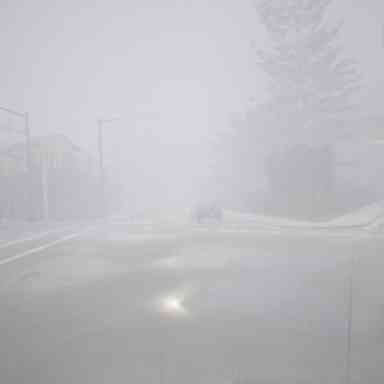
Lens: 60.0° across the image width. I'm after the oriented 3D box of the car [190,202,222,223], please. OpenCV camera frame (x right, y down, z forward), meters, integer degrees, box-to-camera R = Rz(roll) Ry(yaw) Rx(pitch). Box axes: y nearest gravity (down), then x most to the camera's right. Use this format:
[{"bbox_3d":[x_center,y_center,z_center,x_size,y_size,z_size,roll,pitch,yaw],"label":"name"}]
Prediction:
[{"bbox_3d":[1.013,1.532,26.388,2.128,1.511,4.902,-2,0,-10],"label":"car"}]
